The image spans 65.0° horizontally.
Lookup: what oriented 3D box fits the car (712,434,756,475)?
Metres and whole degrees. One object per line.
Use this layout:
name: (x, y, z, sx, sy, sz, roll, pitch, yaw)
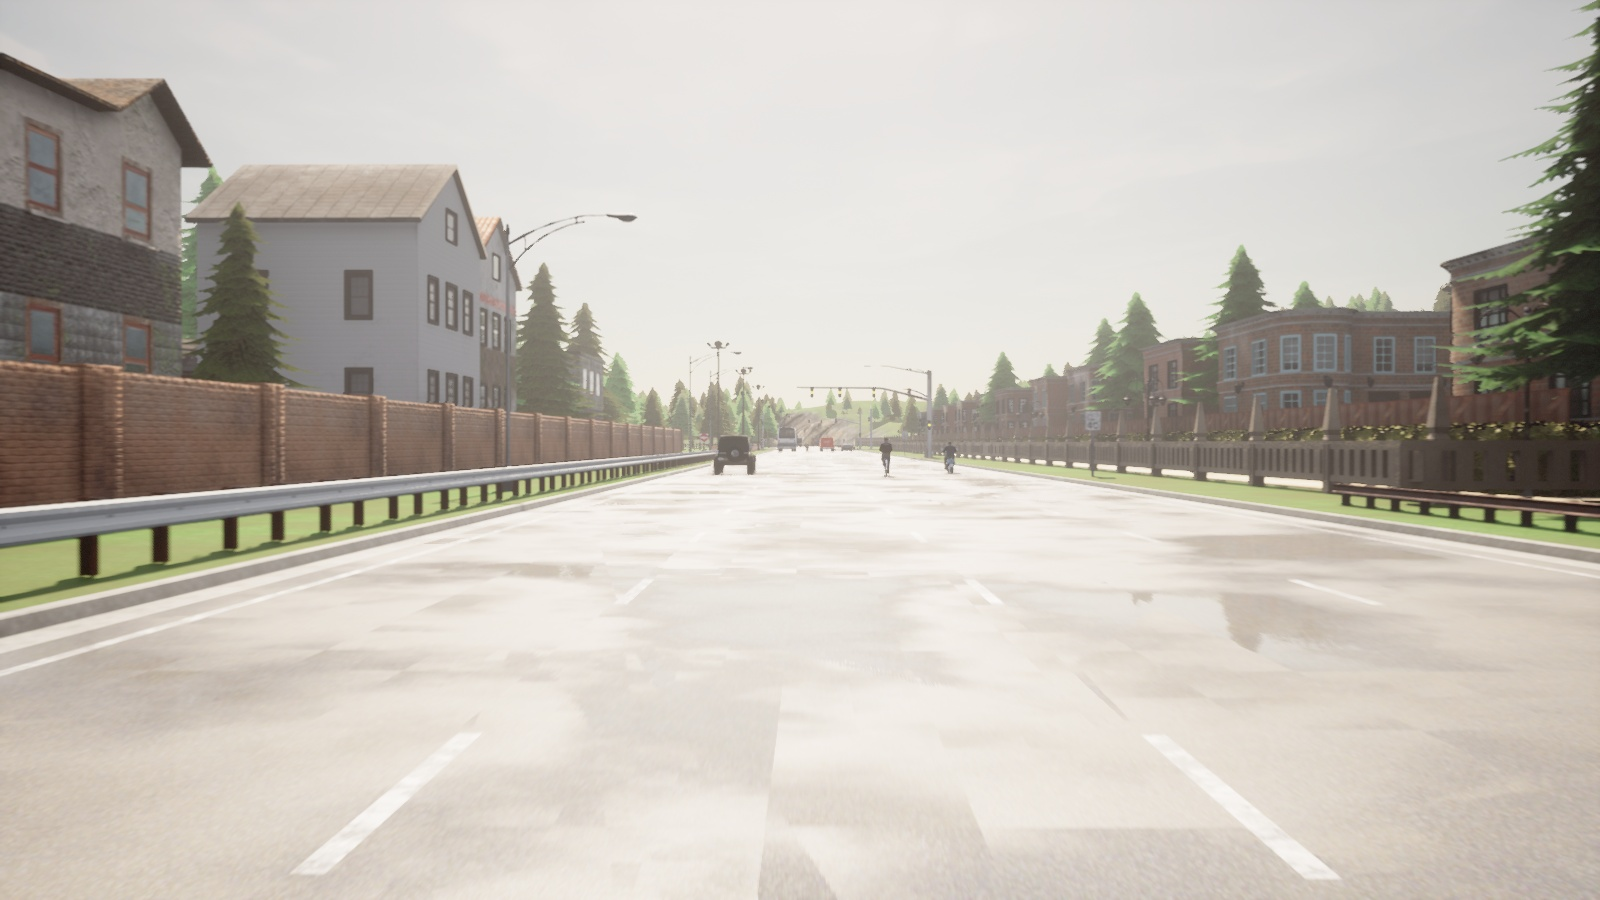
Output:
car: (-3.139, 0.199, 60.774, 1.905, 1.878, 3.866, 0, 0, 0)
